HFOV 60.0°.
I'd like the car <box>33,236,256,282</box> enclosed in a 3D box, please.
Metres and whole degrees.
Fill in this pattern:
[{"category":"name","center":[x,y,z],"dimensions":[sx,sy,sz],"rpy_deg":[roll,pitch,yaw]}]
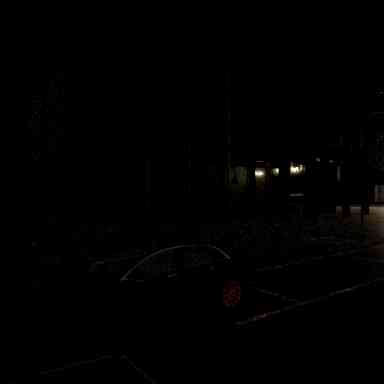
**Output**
[{"category":"car","center":[-0.740,1.551,6.139],"dimensions":[4.403,1.369,2.008],"rpy_deg":[0,0,-36]}]

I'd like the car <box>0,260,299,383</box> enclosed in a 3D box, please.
[{"category":"car","center":[-1.451,1.601,2.346],"dimensions":[4.718,1.301,1.895],"rpy_deg":[0,0,-36]}]
